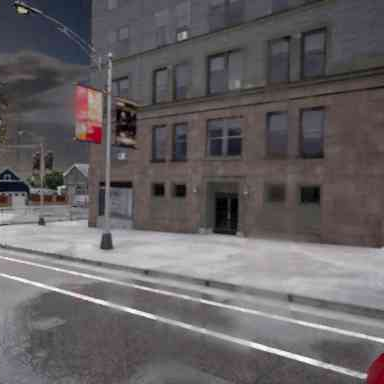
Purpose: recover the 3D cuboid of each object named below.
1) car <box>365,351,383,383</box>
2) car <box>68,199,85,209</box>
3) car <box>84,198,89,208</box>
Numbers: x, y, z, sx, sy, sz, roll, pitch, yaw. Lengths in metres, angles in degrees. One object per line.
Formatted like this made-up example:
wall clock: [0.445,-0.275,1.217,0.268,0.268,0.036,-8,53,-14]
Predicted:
car: [3.424,1.462,1.241,5.008,1.535,1.882,0,0,35]
car: [-14.694,1.622,46.987,2.033,1.411,5.357,2,1,36]
car: [-11.946,1.736,45.245,1.994,1.385,4.181,2,1,36]
